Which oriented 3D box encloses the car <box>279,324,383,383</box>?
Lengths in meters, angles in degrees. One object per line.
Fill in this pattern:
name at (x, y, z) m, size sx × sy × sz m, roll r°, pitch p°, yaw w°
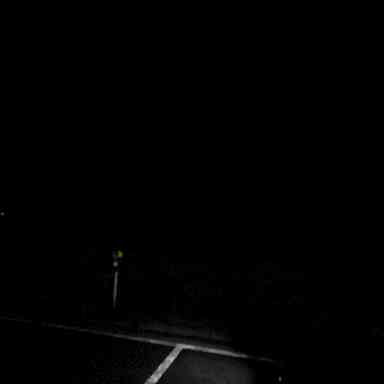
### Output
car at (3.304, 1.850, 2.988) m, size 4.892 × 1.490 × 1.837 m, roll 1°, pitch -4°, yaw 16°
